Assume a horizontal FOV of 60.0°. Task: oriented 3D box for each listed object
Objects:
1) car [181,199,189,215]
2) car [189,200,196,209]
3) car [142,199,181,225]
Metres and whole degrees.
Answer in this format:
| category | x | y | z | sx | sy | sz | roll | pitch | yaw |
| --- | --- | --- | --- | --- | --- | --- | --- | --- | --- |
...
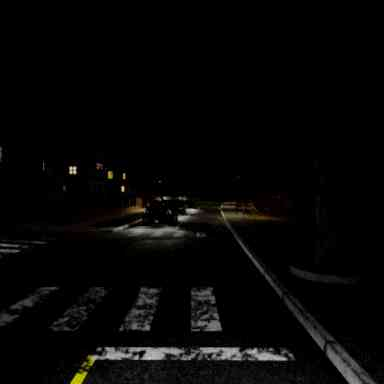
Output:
| category | x | y | z | sx | sy | sz | roll | pitch | yaw |
| --- | --- | --- | --- | --- | --- | --- | --- | --- | --- |
| car | -1.650 | 1.554 | 34.291 | 1.837 | 1.490 | 4.892 | 0 | 0 | 4 |
| car | -0.506 | 1.733 | 48.222 | 1.895 | 1.301 | 4.718 | 0 | 0 | 6 |
| car | -2.233 | 1.367 | 24.175 | 2.097 | 1.767 | 4.553 | 0 | 0 | 3 |
